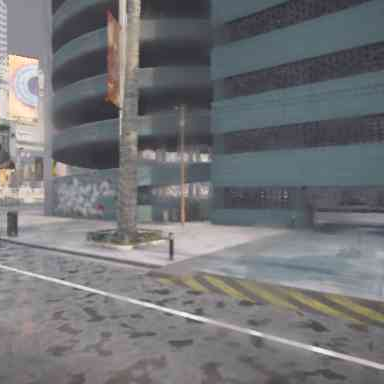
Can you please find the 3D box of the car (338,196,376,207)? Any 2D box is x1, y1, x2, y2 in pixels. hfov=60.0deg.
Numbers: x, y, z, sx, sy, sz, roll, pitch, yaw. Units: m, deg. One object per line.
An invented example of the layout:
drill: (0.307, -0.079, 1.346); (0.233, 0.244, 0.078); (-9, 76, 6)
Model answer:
car: (22.705, 1.337, 45.801); (4.674, 1.452, 2.002); (0, 0, 36)
